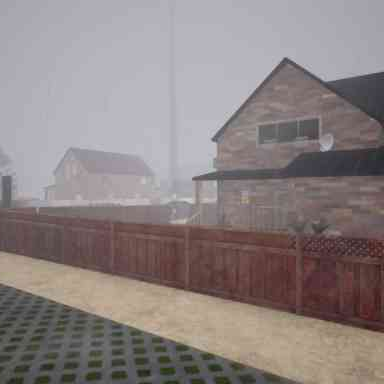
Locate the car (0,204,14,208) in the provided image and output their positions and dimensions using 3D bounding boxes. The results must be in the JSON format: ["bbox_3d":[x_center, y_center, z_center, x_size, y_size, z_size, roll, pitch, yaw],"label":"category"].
[{"bbox_3d":[-13.252,1.579,21.632,1.837,1.490,4.892,0,0,34],"label":"car"}]

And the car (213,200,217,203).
[{"bbox_3d":[4.161,1.744,46.159,1.882,1.535,5.008,0,0,36],"label":"car"}]

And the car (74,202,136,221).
[{"bbox_3d":[-7.607,1.680,29.663,2.033,1.411,5.357,0,0,36],"label":"car"}]

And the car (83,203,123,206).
[{"bbox_3d":[-6.910,1.616,25.557,2.128,1.511,4.902,0,0,35],"label":"car"}]

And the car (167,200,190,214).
[{"bbox_3d":[-1.793,1.701,37.833,1.837,1.490,4.892,0,0,35],"label":"car"}]
